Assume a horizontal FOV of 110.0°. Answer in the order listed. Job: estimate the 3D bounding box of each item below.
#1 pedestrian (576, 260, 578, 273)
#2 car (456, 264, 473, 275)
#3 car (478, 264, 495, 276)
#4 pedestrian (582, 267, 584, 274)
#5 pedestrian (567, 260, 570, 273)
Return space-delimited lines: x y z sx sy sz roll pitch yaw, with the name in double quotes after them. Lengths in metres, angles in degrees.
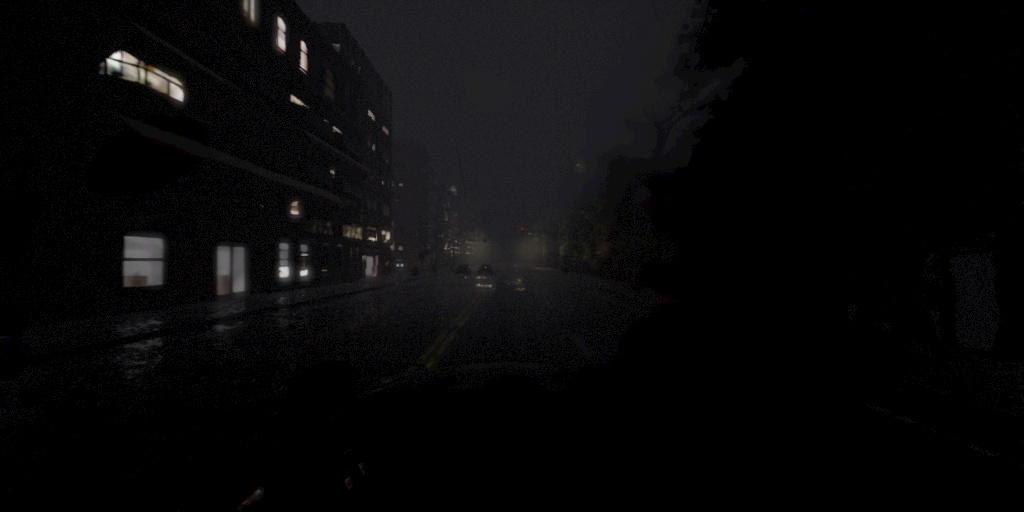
9.013 1.435 49.821 0.375 1.860 0.375 0 -1 0 "pedestrian"
-6.501 1.836 49.305 2.033 1.411 5.357 0 -1 0 "car"
-3.274 1.787 47.019 1.812 1.442 4.674 0 -1 0 "car"
10.014 2.008 50.414 0.500 1.100 0.500 0 -1 0 "pedestrian"
8.014 1.449 51.021 0.375 1.860 0.375 0 -1 0 "pedestrian"
